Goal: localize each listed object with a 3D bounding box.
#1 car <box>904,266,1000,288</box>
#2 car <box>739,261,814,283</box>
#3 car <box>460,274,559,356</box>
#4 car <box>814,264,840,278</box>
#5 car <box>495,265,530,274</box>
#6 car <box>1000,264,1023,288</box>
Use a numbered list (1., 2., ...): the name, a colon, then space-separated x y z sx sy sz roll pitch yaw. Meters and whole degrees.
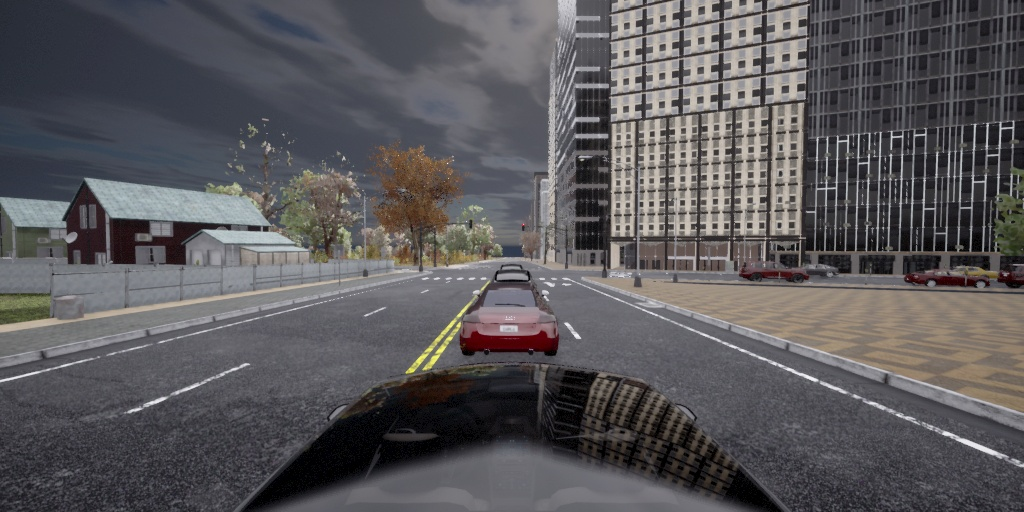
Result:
1. car: 33.625 1.716 27.823 4.507 1.381 1.888 0 0 20
2. car: 22.974 1.394 31.707 5.009 1.841 2.192 0 0 20
3. car: -0.033 1.311 8.630 1.994 1.385 4.181 0 0 1
4. car: 31.000 1.469 37.166 4.403 1.370 2.007 0 0 20
5. car: 0.028 1.251 14.016 1.837 1.490 4.892 0 0 0
6. car: 38.951 1.531 25.881 5.009 1.841 2.192 0 0 20
